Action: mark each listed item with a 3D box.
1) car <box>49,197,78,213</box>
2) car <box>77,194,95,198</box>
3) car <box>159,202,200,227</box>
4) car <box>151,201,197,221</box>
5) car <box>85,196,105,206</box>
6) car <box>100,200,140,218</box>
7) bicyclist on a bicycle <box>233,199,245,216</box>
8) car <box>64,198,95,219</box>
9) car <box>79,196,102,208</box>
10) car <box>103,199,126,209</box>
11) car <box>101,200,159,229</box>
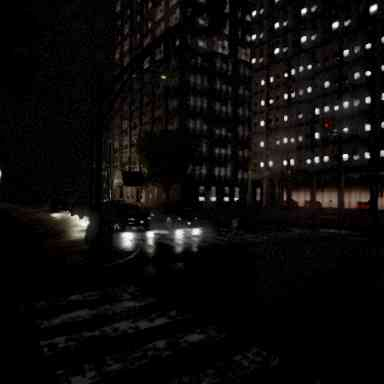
[{"bbox_3d":[-14.850,1.519,37.775,1.882,1.535,5.008,1,-1,-33],"label":"car"},{"bbox_3d":[-12.489,1.325,40.109,2.150,2.045,5.566,1,-1,-33],"label":"car"},{"bbox_3d":[-1.626,1.612,23.444,2.033,1.411,5.357,1,-1,-33],"label":"car"},{"bbox_3d":[-1.730,1.617,29.928,1.882,1.535,5.008,1,-1,-33],"label":"car"},{"bbox_3d":[-17.491,1.612,59.814,2.097,1.767,4.553,1,-1,-33],"label":"car"},{"bbox_3d":[-6.941,1.575,31.584,2.128,1.511,4.902,1,-1,-33],"label":"car"},{"bbox_3d":[4.757,1.576,33.531,1.656,1.620,0.582,1,-1,-33],"label":"bicyclist on a bicycle"},{"bbox_3d":[-9.387,1.514,29.389,2.128,1.511,4.902,1,-1,-33],"label":"car"},{"bbox_3d":[-15.613,1.536,51.027,2.097,1.767,4.553,1,-1,-33],"label":"car"},{"bbox_3d":[-12.059,1.843,51.486,1.895,1.301,4.718,1,-1,-33],"label":"car"},{"bbox_3d":[-4.260,1.509,21.536,1.837,1.490,4.892,1,-1,-33],"label":"car"}]
